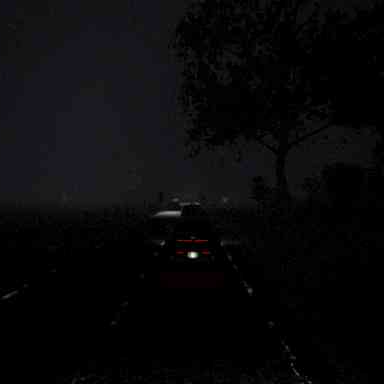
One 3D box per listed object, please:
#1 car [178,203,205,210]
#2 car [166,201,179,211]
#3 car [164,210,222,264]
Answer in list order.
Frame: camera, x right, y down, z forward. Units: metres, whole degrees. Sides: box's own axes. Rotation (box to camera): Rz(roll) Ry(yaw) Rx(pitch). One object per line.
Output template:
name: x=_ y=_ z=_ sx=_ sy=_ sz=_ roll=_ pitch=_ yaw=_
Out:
car: x=0.057 y=1.798 z=28.546 sx=1.882 sy=1.535 sz=5.008 roll=0 pitch=0 yaw=0
car: x=-2.792 y=2.075 z=50.174 sx=2.128 sy=1.511 sz=4.902 roll=0 pitch=-1 yaw=1
car: x=0.047 y=1.641 z=12.349 sx=1.837 sy=1.490 sz=4.892 roll=0 pitch=0 yaw=1
